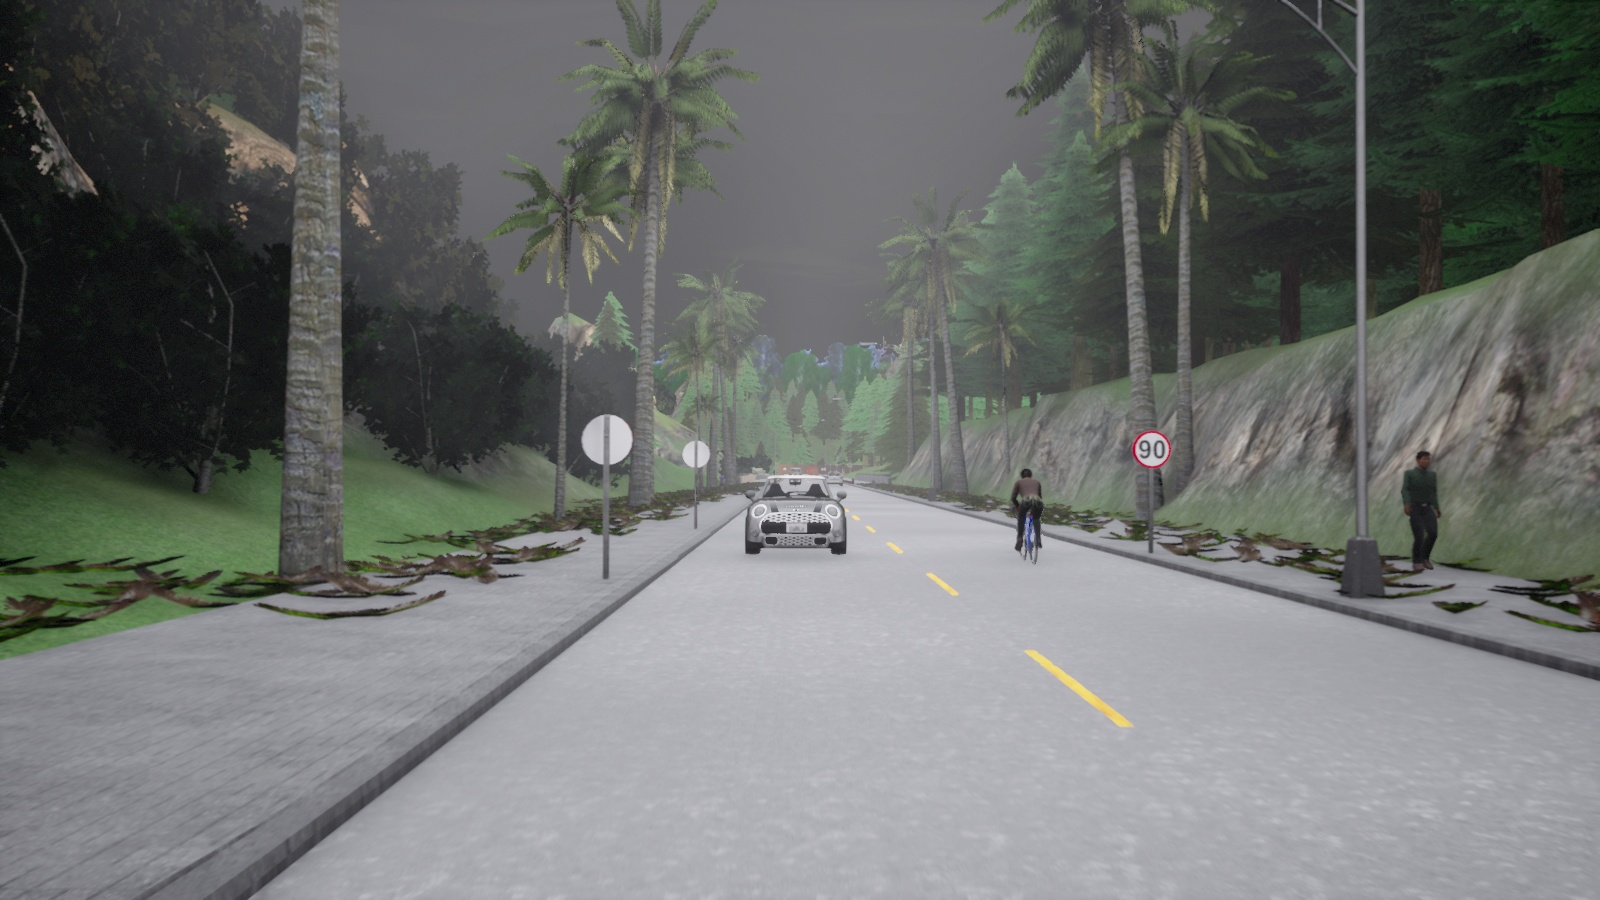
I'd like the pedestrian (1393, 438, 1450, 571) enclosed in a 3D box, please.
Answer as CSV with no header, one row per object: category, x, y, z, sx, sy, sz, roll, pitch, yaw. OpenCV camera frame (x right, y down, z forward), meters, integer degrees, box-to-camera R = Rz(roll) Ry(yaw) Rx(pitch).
pedestrian,9.253,0.801,18.712,0.423,1.949,0.788,0,-1,0

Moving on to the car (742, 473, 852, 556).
car,-0.068,1.190,24.457,1.970,1.475,3.806,0,-1,0

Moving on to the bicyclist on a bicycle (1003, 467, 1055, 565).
bicyclist on a bicycle,3.940,1.115,21.716,0.582,1.620,1.656,0,-1,0
